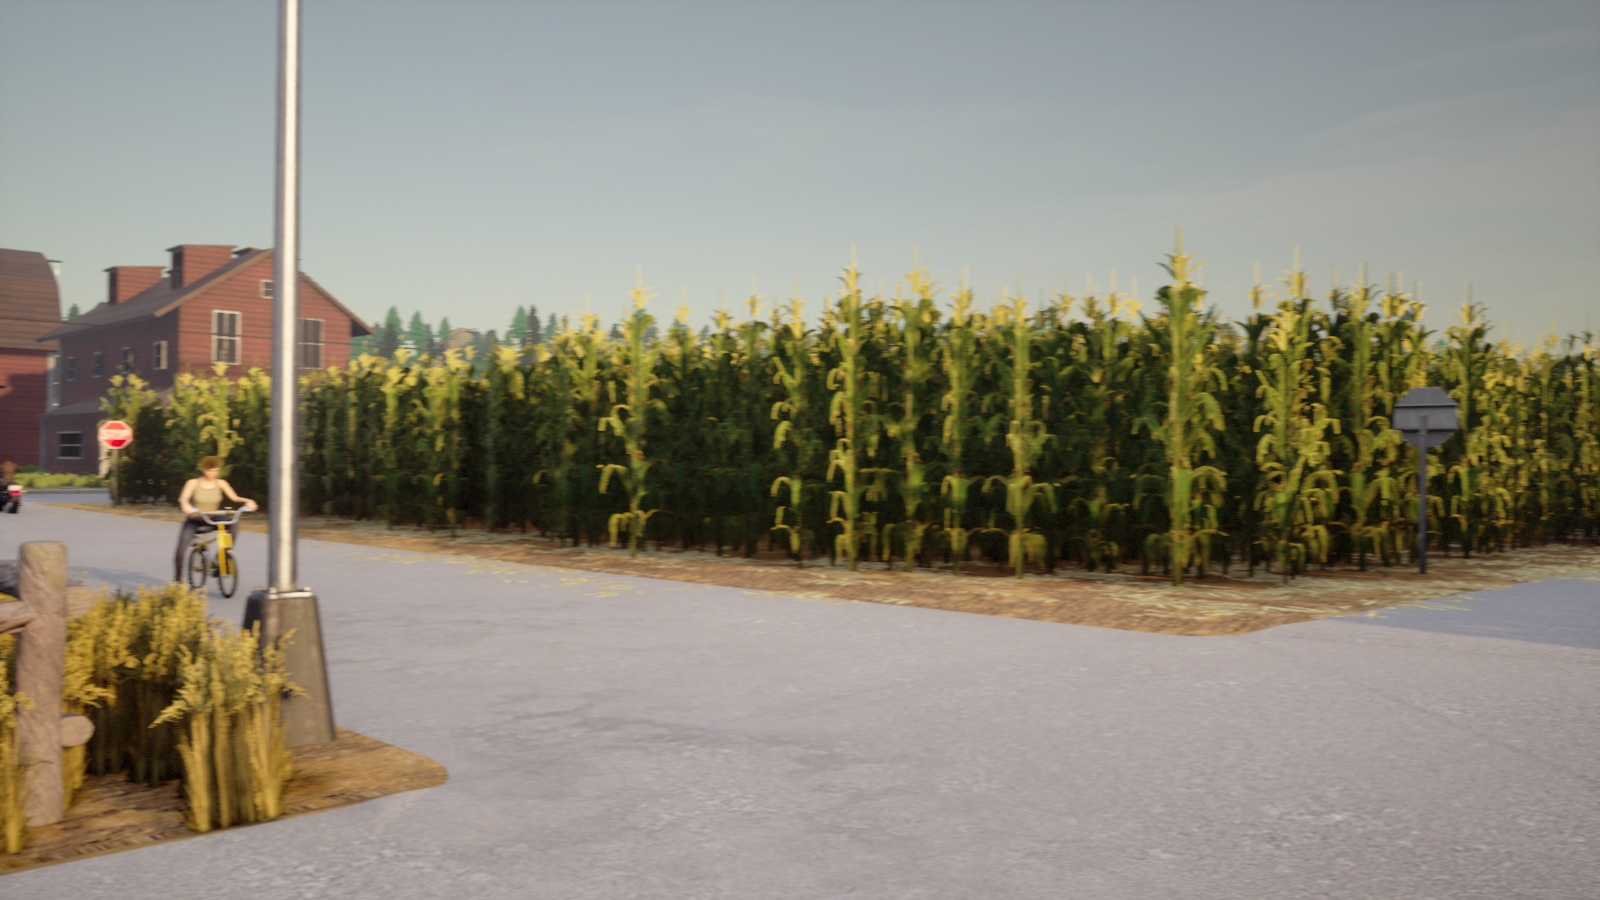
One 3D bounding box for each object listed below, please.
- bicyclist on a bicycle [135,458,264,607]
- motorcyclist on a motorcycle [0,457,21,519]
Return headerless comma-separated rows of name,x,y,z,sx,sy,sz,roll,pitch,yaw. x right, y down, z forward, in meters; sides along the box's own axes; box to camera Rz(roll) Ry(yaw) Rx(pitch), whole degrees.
bicyclist on a bicycle,-6.897,0.900,14.397,0.866,1.612,1.509,1,-1,-45
motorcyclist on a motorcycle,-22.035,1.014,34.297,0.766,1.649,2.350,1,-1,-44
